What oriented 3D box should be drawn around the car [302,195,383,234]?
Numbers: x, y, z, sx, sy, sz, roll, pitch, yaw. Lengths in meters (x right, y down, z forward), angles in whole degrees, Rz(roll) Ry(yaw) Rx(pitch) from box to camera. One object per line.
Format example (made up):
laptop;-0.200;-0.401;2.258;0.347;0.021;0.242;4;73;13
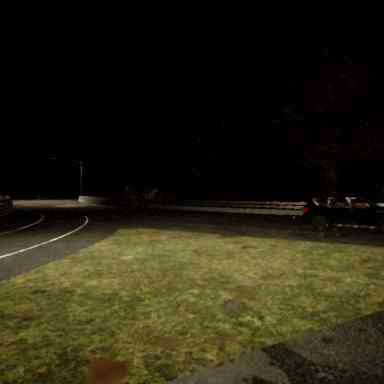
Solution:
car;9.130;1.198;18.853;5.566;2.045;2.150;0;0;32
